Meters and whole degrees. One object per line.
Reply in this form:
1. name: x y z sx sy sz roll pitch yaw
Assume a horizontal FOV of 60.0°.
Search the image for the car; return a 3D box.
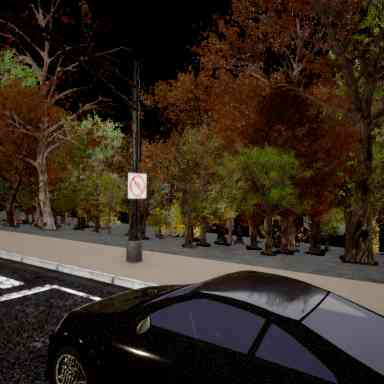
1. car: 0.368 1.564 3.425 4.181 1.385 1.994 0 0 36
